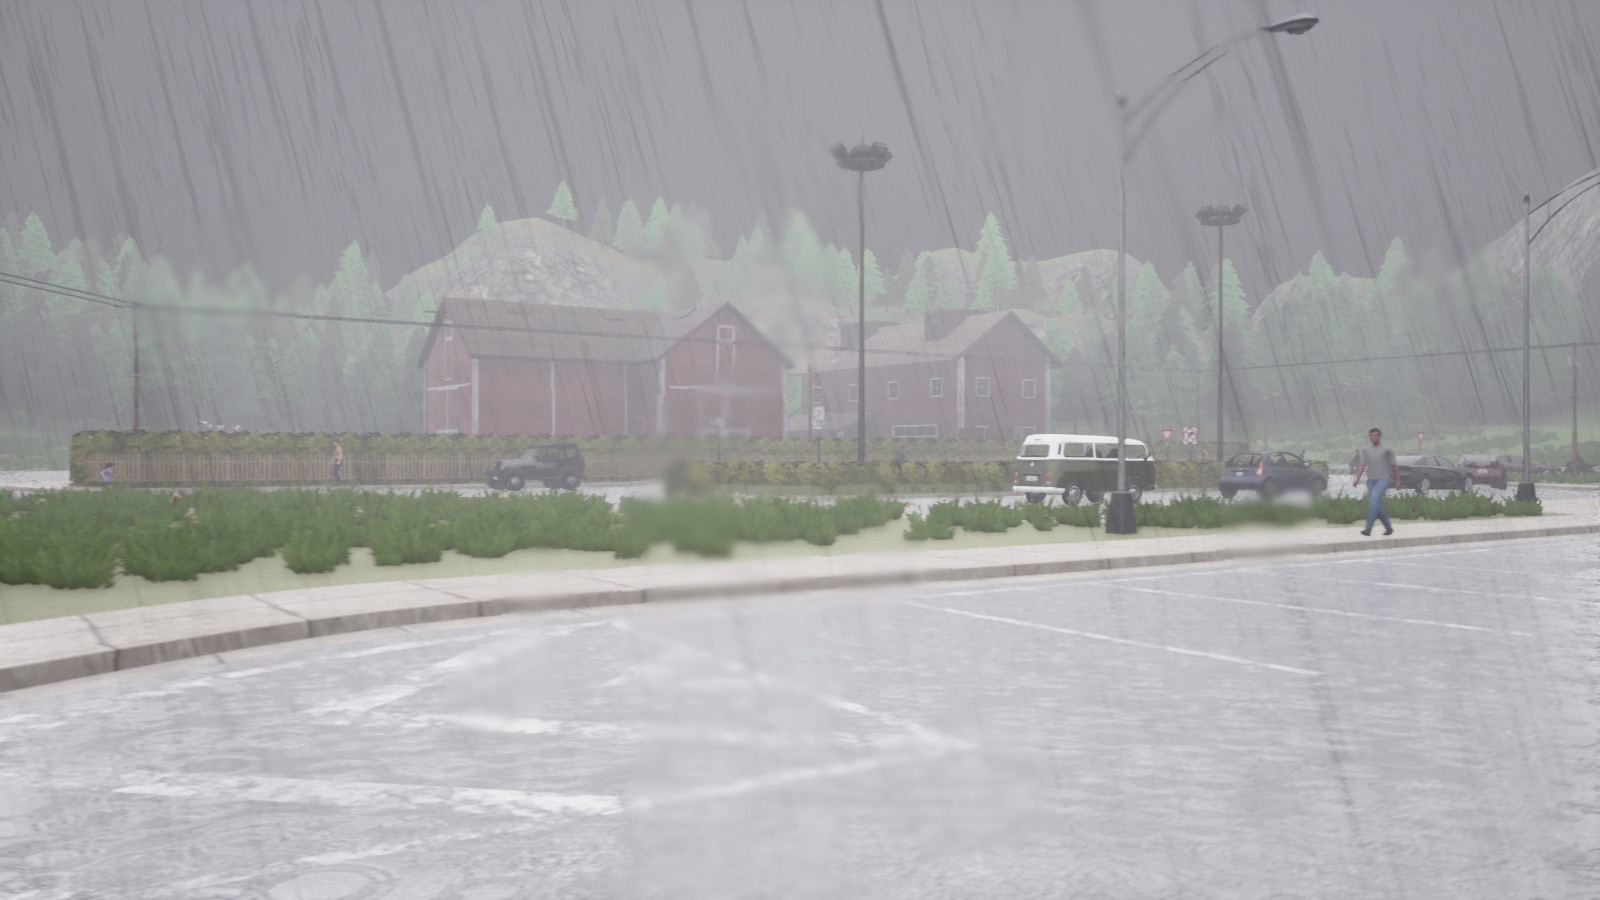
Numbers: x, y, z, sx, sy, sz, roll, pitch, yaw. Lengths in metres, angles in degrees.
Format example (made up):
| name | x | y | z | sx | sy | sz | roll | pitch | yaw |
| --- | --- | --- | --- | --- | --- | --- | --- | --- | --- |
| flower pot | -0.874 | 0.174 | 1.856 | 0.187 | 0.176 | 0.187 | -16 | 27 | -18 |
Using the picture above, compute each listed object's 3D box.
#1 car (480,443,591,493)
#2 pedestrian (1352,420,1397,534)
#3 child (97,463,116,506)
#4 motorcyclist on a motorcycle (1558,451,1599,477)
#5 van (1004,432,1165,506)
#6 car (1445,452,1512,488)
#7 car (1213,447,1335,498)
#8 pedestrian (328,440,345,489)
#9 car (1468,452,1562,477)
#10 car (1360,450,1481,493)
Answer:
| name | x | y | z | sx | sy | sz | roll | pitch | yaw |
| --- | --- | --- | --- | --- | --- | --- | --- | --- | --- |
| car | -10.382 | 0.684 | 49.351 | 3.866 | 1.878 | 1.905 | 0 | 0 | -34 |
| pedestrian | 9.356 | 0.430 | 20.438 | 0.706 | 1.836 | 0.354 | 0 | 0 | -36 |
| child | -18.281 | 0.900 | 33.101 | 0.394 | 1.110 | 0.255 | 0 | 0 | -35 |
| motorcyclist on a motorcycle | 46.754 | 0.813 | 75.306 | 0.797 | 1.523 | 2.044 | 0 | 0 | -34 |
| van | 8.381 | 0.538 | 36.908 | 4.480 | 2.038 | 2.069 | 0 | 0 | -33 |
| car | 29.325 | 0.816 | 54.389 | 2.163 | 1.488 | 4.792 | 0 | 0 | 24 |
| car | 15.870 | 0.712 | 42.010 | 3.988 | 1.617 | 1.851 | 0 | 0 | -34 |
| pedestrian | -17.708 | 0.555 | 47.994 | 0.594 | 1.836 | 0.345 | 0 | 0 | -27 |
| car | 42.397 | 0.837 | 74.565 | 4.792 | 1.488 | 2.163 | 0 | 0 | 29 |
| car | 23.323 | 0.789 | 47.120 | 5.008 | 1.535 | 1.882 | 0 | 0 | -35 |
